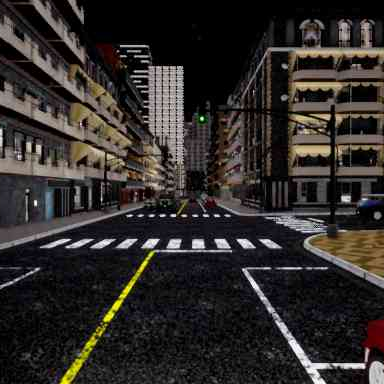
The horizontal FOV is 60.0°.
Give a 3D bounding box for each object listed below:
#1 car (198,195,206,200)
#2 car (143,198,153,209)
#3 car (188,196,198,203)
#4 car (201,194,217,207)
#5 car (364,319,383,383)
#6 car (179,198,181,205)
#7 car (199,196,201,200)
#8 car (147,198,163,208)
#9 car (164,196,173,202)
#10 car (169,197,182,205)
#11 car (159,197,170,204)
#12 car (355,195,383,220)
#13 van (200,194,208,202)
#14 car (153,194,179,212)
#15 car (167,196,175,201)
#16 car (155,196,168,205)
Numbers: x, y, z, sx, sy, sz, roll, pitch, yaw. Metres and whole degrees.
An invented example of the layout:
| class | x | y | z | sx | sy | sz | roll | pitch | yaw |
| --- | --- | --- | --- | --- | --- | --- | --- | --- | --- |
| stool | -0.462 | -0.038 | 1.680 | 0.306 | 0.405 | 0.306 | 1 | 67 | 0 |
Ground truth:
| class | x | y | z | sx | sy | sz | roll | pitch | yaw |
| --- | --- | --- | --- | --- | --- | --- | --- | --- | --- |
| car | 2.820 | 1.641 | 95.021 | 1.887 | 1.381 | 4.507 | -1 | 0 | 0 |
| car | -5.632 | 1.579 | 45.287 | 2.008 | 1.369 | 4.403 | 0 | 0 | 0 |
| car | 0.199 | 1.603 | 68.497 | 2.033 | 1.411 | 5.357 | 0 | 0 | 0 |
| car | 2.754 | 1.475 | 50.798 | 1.967 | 1.590 | 4.097 | -1 | 0 | 0 |
| car | 2.684 | 1.545 | 1.798 | 1.887 | 1.381 | 4.507 | 0 | 0 | 0 |
| car | -3.020 | 1.559 | 49.904 | 1.812 | 1.442 | 4.674 | 0 | 0 | 0 |
| car | 2.780 | 1.605 | 67.381 | 2.008 | 1.369 | 4.403 | -1 | 0 | 0 |
| car | -5.625 | 1.600 | 50.814 | 1.947 | 1.339 | 4.313 | 0 | 0 | 0 |
| car | -5.585 | 1.595 | 78.284 | 1.752 | 1.417 | 4.829 | -1 | 0 | 0 |
| car | -2.981 | 1.593 | 60.538 | 2.033 | 1.411 | 5.357 | 0 | 0 | 1 |
| car | -5.601 | 1.636 | 67.399 | 1.802 | 1.307 | 4.206 | -1 | 0 | 0 |
| car | 14.874 | 1.216 | 24.767 | 5.008 | 1.535 | 1.882 | -1 | 0 | -1 |
| van | 2.794 | 1.411 | 78.437 | 1.690 | 1.788 | 3.998 | -1 | 0 | 0 |
| car | -3.043 | 1.244 | 40.071 | 2.150 | 2.045 | 5.566 | 0 | 0 | 0 |
| car | -5.568 | 1.669 | 89.510 | 1.802 | 1.307 | 4.206 | -1 | 0 | 0 |
| car | -5.610 | 1.488 | 61.871 | 1.967 | 1.590 | 4.097 | -1 | 0 | 0 |
